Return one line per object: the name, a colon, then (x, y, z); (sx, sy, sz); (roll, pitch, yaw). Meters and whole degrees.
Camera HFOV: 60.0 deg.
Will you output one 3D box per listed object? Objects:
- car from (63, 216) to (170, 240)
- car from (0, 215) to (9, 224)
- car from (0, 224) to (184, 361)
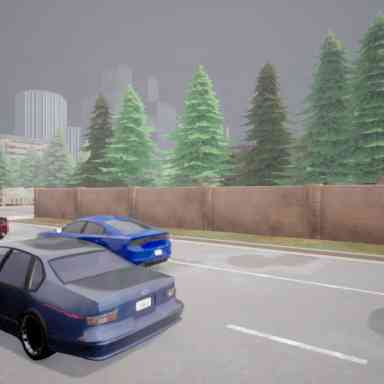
car: (-2.917, 1.478, 10.368); (5.008, 1.535, 1.882); (0, 0, 35)
car: (-10.746, 1.478, 15.945); (5.008, 1.535, 1.882); (0, 0, 35)
car: (-2.698, 1.547, 5.908); (5.357, 1.411, 2.033); (0, 0, 35)
